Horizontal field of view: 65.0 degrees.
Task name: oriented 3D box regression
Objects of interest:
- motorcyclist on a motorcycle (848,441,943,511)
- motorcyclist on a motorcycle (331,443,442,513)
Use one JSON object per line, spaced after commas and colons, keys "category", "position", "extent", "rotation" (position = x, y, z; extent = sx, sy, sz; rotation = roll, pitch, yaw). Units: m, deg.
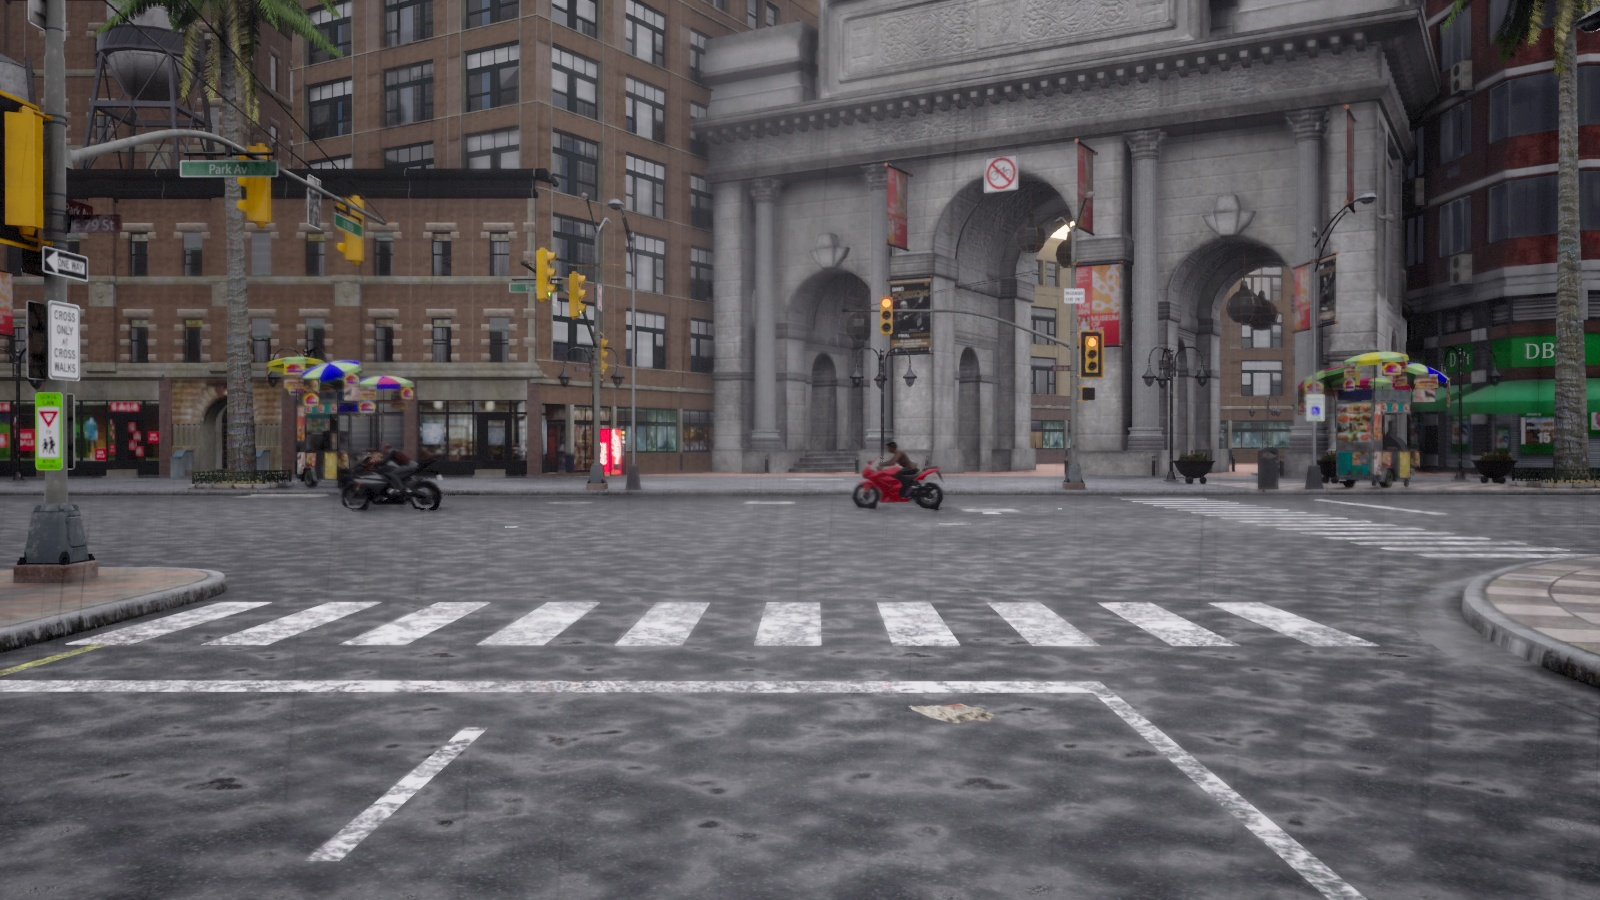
{"category": "motorcyclist on a motorcycle", "position": [2.089, 0.573, 27.785], "extent": [2.044, 1.523, 0.797], "rotation": [0, 0, 1]}
{"category": "motorcyclist on a motorcycle", "position": [-9.178, 0.616, 27.944], "extent": [2.191, 1.530, 0.866], "rotation": [0, 0, 1]}
